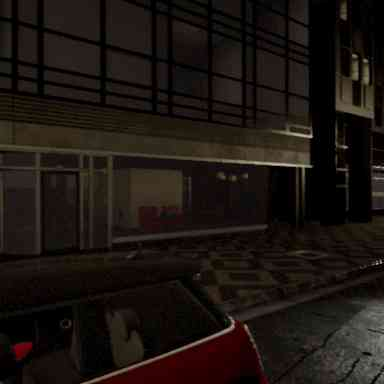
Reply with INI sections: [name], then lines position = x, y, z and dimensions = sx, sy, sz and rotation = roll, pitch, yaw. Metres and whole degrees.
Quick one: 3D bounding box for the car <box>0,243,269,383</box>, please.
[car]
position = -1.630, 1.352, 2.184
dimensions = 4.553, 1.767, 2.097
rotation = -1, 0, -35
